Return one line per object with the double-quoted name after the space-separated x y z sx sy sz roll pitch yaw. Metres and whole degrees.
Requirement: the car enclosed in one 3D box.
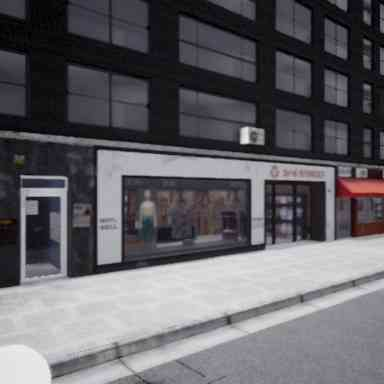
-2.828 1.521 1.054 4.674 1.442 1.812 0 0 -35 "car"
